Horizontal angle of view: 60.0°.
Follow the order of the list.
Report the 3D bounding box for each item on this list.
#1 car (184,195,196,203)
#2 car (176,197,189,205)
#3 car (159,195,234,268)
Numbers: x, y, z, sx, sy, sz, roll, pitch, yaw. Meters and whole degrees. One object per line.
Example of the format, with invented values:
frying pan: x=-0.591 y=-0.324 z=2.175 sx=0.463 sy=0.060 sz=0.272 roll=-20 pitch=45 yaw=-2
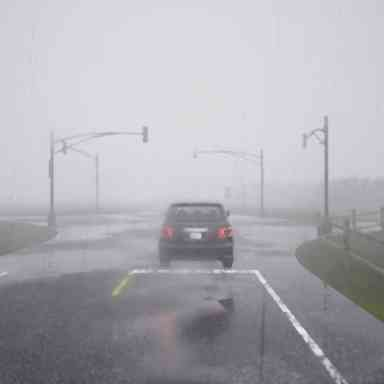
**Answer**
car: x=-0.430 y=1.516 z=74.095 sx=2.128 sy=1.511 sz=4.902 roll=0 pitch=0 yaw=4
car: x=-1.595 y=1.607 z=58.564 sx=1.895 sy=1.301 sz=4.718 roll=0 pitch=0 yaw=4
car: x=0.168 y=1.229 z=11.404 sx=2.150 sy=2.045 sz=5.566 roll=0 pitch=0 yaw=1
